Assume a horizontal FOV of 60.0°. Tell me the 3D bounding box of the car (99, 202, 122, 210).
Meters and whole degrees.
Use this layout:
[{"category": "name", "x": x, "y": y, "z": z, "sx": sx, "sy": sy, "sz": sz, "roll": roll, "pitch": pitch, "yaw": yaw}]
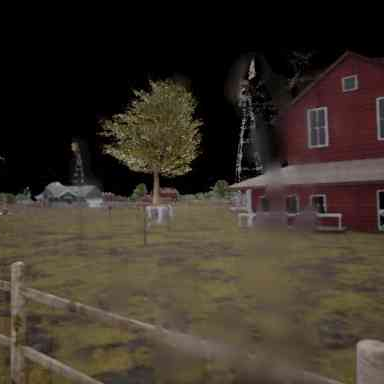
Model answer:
[{"category": "car", "x": -16.090, "y": 2.751, "z": 65.613, "sx": 2.128, "sy": 1.511, "sz": 4.902, "roll": -3, "pitch": -2, "yaw": 36}]
